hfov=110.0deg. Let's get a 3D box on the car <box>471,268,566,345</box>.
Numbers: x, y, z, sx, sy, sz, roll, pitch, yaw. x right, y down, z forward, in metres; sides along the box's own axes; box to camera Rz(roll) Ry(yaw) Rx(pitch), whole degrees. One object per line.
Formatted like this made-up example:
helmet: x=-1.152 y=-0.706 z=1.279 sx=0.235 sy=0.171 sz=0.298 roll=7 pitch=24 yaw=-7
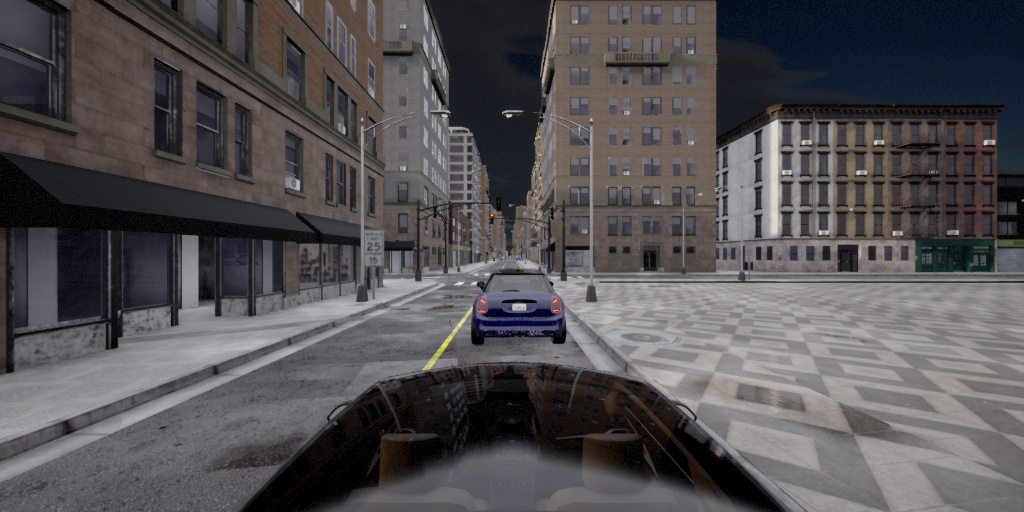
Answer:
car: x=0.100 y=1.102 z=9.706 sx=2.097 sy=1.767 sz=4.553 roll=0 pitch=0 yaw=-1
